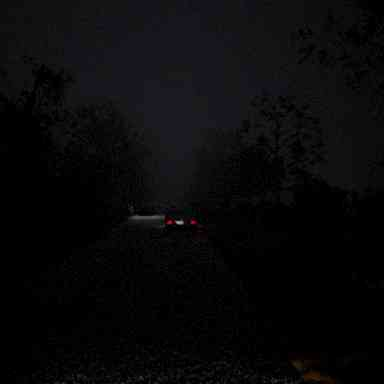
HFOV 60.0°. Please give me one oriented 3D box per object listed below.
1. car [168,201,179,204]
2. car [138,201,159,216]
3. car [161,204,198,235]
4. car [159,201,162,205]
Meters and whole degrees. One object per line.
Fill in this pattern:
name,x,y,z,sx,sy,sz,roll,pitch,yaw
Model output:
car,-2.401,1.936,42.518,1.812,1.442,4.674,0,-1,-4
car,-4.943,1.788,37.120,1.882,1.535,5.008,0,-1,-4
car,-0.709,1.649,19.605,2.033,1.411,5.357,0,0,-4
car,-7.816,2.837,77.655,1.837,1.490,4.892,0,-2,-4
